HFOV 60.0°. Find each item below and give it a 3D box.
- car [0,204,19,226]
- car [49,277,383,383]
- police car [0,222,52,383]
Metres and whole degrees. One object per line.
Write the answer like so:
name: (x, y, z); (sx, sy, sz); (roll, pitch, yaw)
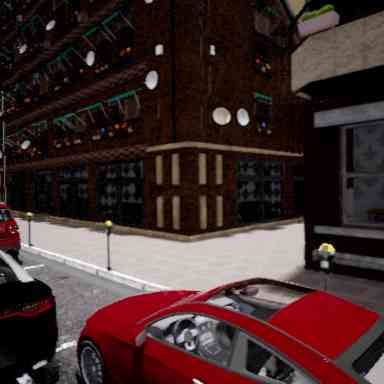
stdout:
car: (-7.344, 1.304, 11.004); (2.192, 1.841, 5.009); (-3, 2, -45)
car: (0.464, 1.512, 3.117); (1.802, 1.307, 4.206); (-3, 2, -45)
police car: (-3.829, 1.426, 4.993); (1.930, 1.638, 5.238); (-2, 1, -45)
